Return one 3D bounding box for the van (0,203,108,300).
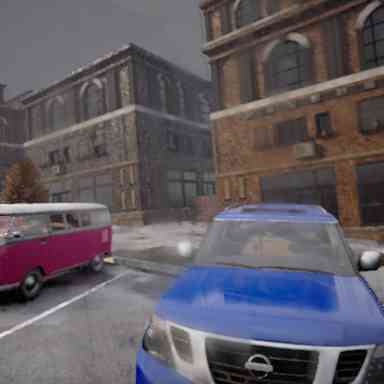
[{"bbox_3d":[-3.805,1.279,8.306,1.878,1.987,4.442,0,-1,16],"label":"van"}]

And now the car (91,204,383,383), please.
[{"bbox_3d":[1.179,1.238,4.853,2.435,2.045,5.566,0,-1,16],"label":"car"}]
